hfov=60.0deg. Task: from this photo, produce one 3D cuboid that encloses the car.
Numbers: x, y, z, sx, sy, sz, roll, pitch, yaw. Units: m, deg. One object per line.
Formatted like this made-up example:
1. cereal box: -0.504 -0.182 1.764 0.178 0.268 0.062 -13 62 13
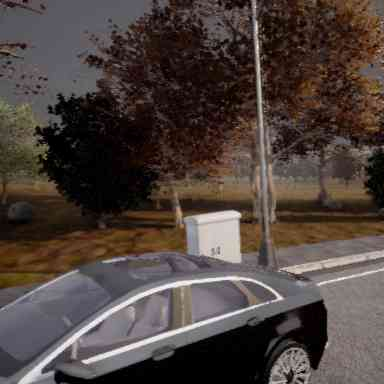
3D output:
1. car: -0.669 1.470 3.306 4.902 1.511 2.128 0 0 -34
